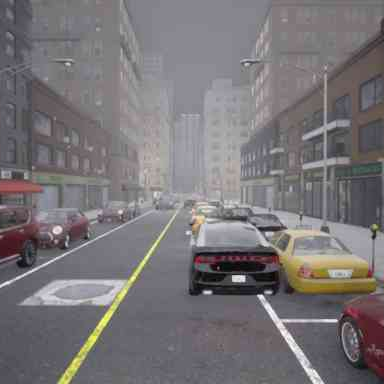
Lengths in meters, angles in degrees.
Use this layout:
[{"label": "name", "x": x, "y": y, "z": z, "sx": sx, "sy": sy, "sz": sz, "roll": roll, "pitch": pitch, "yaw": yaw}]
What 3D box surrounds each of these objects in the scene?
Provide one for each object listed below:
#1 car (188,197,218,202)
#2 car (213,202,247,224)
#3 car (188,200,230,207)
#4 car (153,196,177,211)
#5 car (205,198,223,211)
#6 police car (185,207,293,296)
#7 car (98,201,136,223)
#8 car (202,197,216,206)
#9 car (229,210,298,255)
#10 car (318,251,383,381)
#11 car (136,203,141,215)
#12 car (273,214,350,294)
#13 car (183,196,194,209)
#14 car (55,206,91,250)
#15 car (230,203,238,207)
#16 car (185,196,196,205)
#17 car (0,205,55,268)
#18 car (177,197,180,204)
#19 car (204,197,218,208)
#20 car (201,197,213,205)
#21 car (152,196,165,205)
[{"label": "car", "x": 0.798, "y": 1.443, "z": 24.901, "sx": 1.801, "sy": 1.575, "sz": 5.366, "roll": 0, "pitch": 0, "yaw": 0}, {"label": "car", "x": 2.759, "y": 1.538, "z": 25.249, "sx": 2.008, "sy": 1.369, "sz": 4.403, "roll": -1, "pitch": 0, "yaw": 0}, {"label": "car", "x": 0.824, "y": 1.446, "z": 18.900, "sx": 1.801, "sy": 1.575, "sz": 5.366, "roll": 0, "pitch": 0, "yaw": 0}, {"label": "car", "x": -3.259, "y": 1.327, "z": 40.603, "sx": 2.097, "sy": 1.767, "sz": 4.553, "roll": 0, "pitch": 0, "yaw": 0}, {"label": "car", "x": 2.692, "y": 1.524, "z": 42.006, "sx": 2.008, "sy": 1.369, "sz": 4.403, "roll": -1, "pitch": 0, "yaw": 0}, {"label": "police car", "x": 0.866, "y": 1.421, "z": 8.820, "sx": 1.930, "sy": 1.638, "sz": 5.238, "roll": 0, "pitch": 0, "yaw": 0}, {"label": "car", "x": -5.780, "y": 1.427, "z": 25.213, "sx": 1.967, "sy": 1.590, "sz": 4.097, "roll": -1, "pitch": 0, "yaw": 0}, {"label": "car", "x": 2.648, "y": 1.527, "z": 53.178, "sx": 1.947, "sy": 1.339, "sz": 4.313, "roll": -1, "pitch": 0, "yaw": 0}, {"label": "car", "x": 2.803, "y": 1.559, "z": 14.077, "sx": 1.947, "sy": 1.339, "sz": 4.313, "roll": -1, "pitch": 0, "yaw": 0}, {"label": "car", "x": 2.848, "y": 1.581, "z": 2.906, "sx": 1.802, "sy": 1.307, "sz": 4.206, "roll": -1, "pitch": 0, "yaw": 0}, {"label": "car", "x": -5.802, "y": 1.565, "z": 30.799, "sx": 1.802, "sy": 1.307, "sz": 4.206, "roll": -1, "pitch": 0, "yaw": 0}, {"label": "car", "x": 2.824, "y": 1.522, "z": 8.662, "sx": 1.752, "sy": 1.417, "sz": 4.829, "roll": -1, "pitch": 0, "yaw": 0}, {"label": "car", "x": -0.176, "y": 1.475, "z": 45.613, "sx": 1.837, "sy": 1.490, "sz": 4.892, "roll": 0, "pitch": 0, "yaw": 0}, {"label": "car", "x": -5.733, "y": 1.433, "z": 14.042, "sx": 1.967, "sy": 1.590, "sz": 4.097, "roll": -1, "pitch": 0, "yaw": 0}, {"label": "car", "x": 2.781, "y": 1.556, "z": 19.663, "sx": 1.947, "sy": 1.339, "sz": 4.313, "roll": -1, "pitch": 0, "yaw": 0}, {"label": "car", "x": -0.246, "y": 1.431, "z": 59.355, "sx": 1.882, "sy": 1.535, "sz": 5.008, "roll": 0, "pitch": 0, "yaw": 0}, {"label": "car", "x": -5.711, "y": 1.311, "z": 8.456, "sx": 2.192, "sy": 1.841, "sz": 5.009, "roll": -1, "pitch": 0, "yaw": 0}, {"label": "car", "x": -3.262, "y": 1.514, "z": 62.689, "sx": 1.994, "sy": 1.385, "sz": 4.181, "roll": 0, "pitch": 0, "yaw": 0}, {"label": "car", "x": 2.669, "y": 1.493, "z": 47.762, "sx": 1.752, "sy": 1.417, "sz": 4.829, "roll": -1, "pitch": 0, "yaw": 0}, {"label": "car", "x": 2.626, "y": 1.536, "z": 58.764, "sx": 1.802, "sy": 1.307, "sz": 4.206, "roll": -1, "pitch": 0, "yaw": 0}, {"label": "car", "x": -5.919, "y": 1.499, "z": 58.727, "sx": 1.887, "sy": 1.381, "sz": 4.507, "roll": -1, "pitch": 0, "yaw": 0}]
